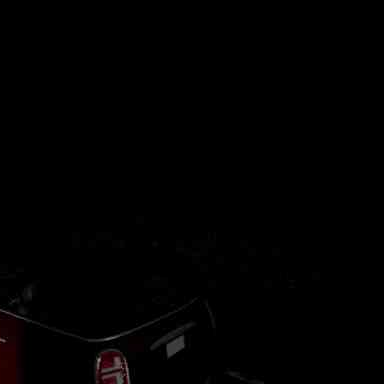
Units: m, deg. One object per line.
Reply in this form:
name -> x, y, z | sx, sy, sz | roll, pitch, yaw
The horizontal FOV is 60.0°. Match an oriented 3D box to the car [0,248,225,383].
car -> -1.729, 1.447, 4.192 | 4.097, 1.590, 1.967 | 0, 0, 35
